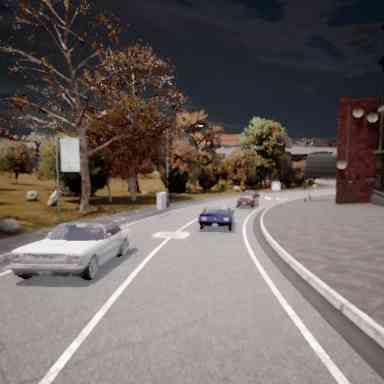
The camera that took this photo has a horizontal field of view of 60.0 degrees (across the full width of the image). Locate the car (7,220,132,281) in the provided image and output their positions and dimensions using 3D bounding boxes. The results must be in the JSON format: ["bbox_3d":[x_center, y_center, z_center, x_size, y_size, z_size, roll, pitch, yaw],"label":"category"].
[{"bbox_3d":[-3.248,1.549,9.851,1.895,1.301,4.718,0,1,4],"label":"car"}]

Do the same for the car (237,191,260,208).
[{"bbox_3d":[6.295,0.969,37.268,1.812,1.442,4.674,2,2,20],"label":"car"}]

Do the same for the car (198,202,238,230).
[{"bbox_3d":[1.596,1.446,20.022,1.895,1.301,4.718,1,1,9],"label":"car"}]
